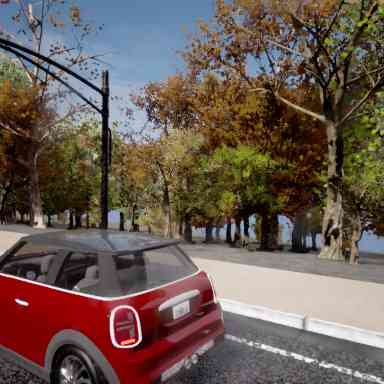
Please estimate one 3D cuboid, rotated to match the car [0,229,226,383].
[{"bbox_3d":[-1.848,1.351,5.004,4.553,1.767,2.097,0,0,36],"label":"car"}]
